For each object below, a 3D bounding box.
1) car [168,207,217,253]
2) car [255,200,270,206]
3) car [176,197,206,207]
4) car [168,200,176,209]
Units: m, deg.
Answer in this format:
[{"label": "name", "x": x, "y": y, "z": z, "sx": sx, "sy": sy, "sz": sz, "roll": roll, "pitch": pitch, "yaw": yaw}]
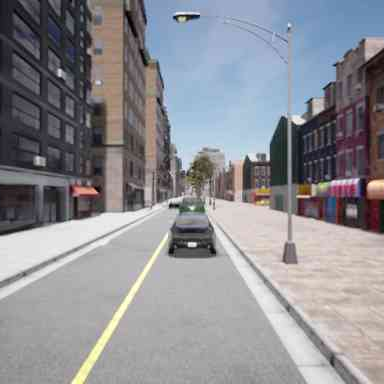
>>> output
[{"label": "car", "x": 0.015, "y": 1.628, "z": 14.299, "sx": 1.837, "sy": 1.490, "sz": 4.892, "roll": 0, "pitch": 0, "yaw": 0}, {"label": "car", "x": 13.925, "y": 2.019, "z": 60.619, "sx": 4.829, "sy": 1.417, "sz": 1.752, "roll": 0, "pitch": -1, "yaw": 0}, {"label": "car", "x": 0.019, "y": 1.443, "z": 29.030, "sx": 2.150, "sy": 2.045, "sz": 5.566, "roll": 0, "pitch": 0, "yaw": 0}, {"label": "car", "x": -2.721, "y": 1.977, "z": 52.632, "sx": 1.895, "sy": 1.301, "sz": 4.718, "roll": 0, "pitch": 0, "yaw": 0}]
